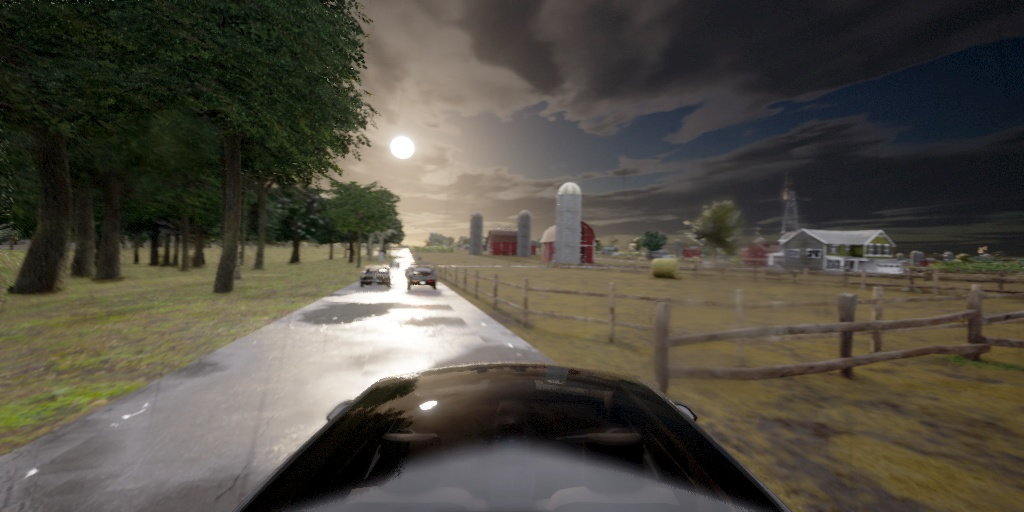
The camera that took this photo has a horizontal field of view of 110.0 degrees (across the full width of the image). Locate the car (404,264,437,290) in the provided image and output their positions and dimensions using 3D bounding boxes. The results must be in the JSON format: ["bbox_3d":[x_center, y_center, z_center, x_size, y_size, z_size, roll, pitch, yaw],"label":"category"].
[{"bbox_3d":[-6.077,1.386,24.052,1.837,1.490,4.892,1,-1,-16],"label":"car"}]

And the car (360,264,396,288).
[{"bbox_3d":[-9.077,1.423,24.219,1.895,1.301,4.718,1,-1,-17],"label":"car"}]
